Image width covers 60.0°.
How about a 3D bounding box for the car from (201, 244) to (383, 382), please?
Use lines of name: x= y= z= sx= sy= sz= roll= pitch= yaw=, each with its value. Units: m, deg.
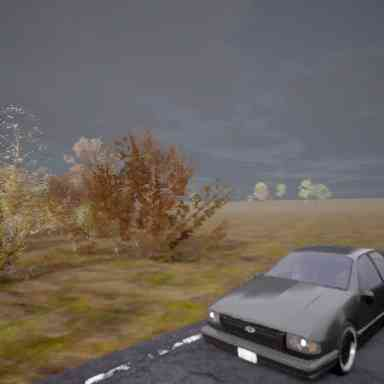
car: x=2.581 y=1.729 z=6.124 sx=5.357 sy=1.411 sz=2.033 roll=1 pitch=-3 yaw=-45
